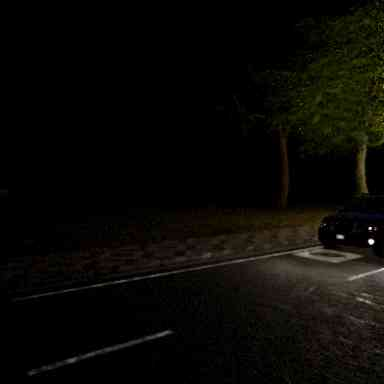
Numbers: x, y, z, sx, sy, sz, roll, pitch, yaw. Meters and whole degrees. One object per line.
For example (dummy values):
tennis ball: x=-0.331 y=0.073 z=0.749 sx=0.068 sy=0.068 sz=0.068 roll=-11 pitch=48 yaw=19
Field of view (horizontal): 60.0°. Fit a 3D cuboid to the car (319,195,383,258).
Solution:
car: x=7.264 y=1.145 z=12.857 sx=5.566 sy=2.045 sz=2.150 roll=0 pitch=0 yaw=-35
